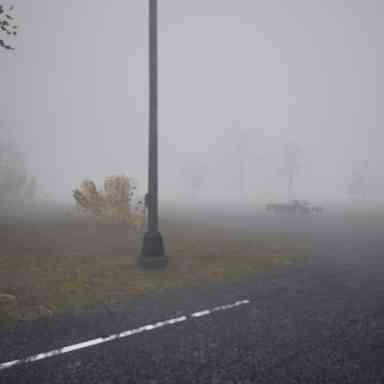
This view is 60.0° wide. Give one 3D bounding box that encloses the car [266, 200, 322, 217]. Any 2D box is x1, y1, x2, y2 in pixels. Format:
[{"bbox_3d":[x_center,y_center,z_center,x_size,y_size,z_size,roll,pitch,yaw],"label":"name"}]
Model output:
[{"bbox_3d":[8.768,1.367,29.086,1.895,1.301,4.718,-1,1,-35],"label":"car"}]
